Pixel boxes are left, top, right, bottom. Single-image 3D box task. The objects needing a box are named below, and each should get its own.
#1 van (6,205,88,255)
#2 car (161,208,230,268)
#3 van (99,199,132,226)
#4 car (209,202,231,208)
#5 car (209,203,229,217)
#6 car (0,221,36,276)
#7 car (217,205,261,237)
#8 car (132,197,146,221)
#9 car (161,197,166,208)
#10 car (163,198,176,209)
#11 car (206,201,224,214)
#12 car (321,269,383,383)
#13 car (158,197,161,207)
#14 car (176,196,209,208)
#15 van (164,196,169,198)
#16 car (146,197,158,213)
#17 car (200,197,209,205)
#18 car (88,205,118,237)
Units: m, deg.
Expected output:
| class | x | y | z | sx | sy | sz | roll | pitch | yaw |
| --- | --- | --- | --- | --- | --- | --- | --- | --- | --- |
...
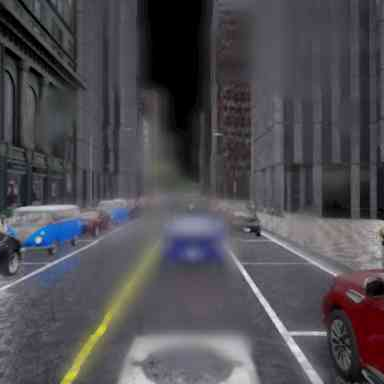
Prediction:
| class | x | y | z | sx | sy | sz | roll | pitch | yaw |
| --- | --- | --- | --- | --- | --- | --- | --- | --- | --- |
| van | -5.764 | 1.433 | 13.363 | 1.690 | 1.788 | 3.998 | 0 | 0 | 0 |
| car | 0.046 | 1.557 | 11.607 | 1.882 | 1.535 | 5.008 | 0 | 0 | 1 |
| van | -5.766 | 1.507 | 24.245 | 1.690 | 1.788 | 3.998 | 0 | 0 | 0 |
| car | 2.759 | 1.643 | 29.693 | 1.967 | 1.590 | 4.097 | 0 | 0 | 0 |
| car | 2.758 | 1.821 | 35.133 | 1.802 | 1.307 | 4.206 | 0 | 0 | 0 |
| car | -5.764 | 1.620 | 7.920 | 1.947 | 1.339 | 4.313 | 0 | 0 | 0 |
| car | 2.760 | 1.679 | 18.811 | 2.008 | 1.369 | 4.403 | 0 | 0 | 0 |
| car | -5.767 | 1.518 | 29.687 | 2.192 | 1.841 | 5.009 | 0 | 0 | 0 |
| car | -5.773 | 1.993 | 56.888 | 1.802 | 1.307 | 4.206 | 0 | -1 | 0 |
| car | -3.087 | 1.973 | 52.535 | 1.895 | 1.301 | 4.718 | 0 | -1 | 0 |
| car | 2.757 | 1.822 | 40.573 | 1.887 | 1.381 | 4.507 | 0 | 0 | 0 |
| car | 2.763 | 1.332 | 2.491 | 2.192 | 1.841 | 5.009 | 0 | 0 | 0 |
| car | -5.770 | 1.757 | 46.009 | 1.967 | 1.590 | 4.097 | 0 | 0 | 0 |
| car | 0.063 | 1.421 | 28.936 | 2.150 | 2.045 | 5.566 | 0 | 0 | 0 |
| van | -5.774 | 1.800 | 62.332 | 1.690 | 1.788 | 3.998 | 0 | -1 | 0 |
| car | -5.768 | 1.592 | 40.568 | 2.192 | 1.841 | 5.009 | 0 | 0 | 0 |
| car | 2.750 | 1.996 | 73.216 | 1.967 | 1.590 | 4.097 | 0 | -1 | 0 |
| car | -5.765 | 1.673 | 18.803 | 1.887 | 1.381 | 4.507 | 0 | 0 | 0 |
